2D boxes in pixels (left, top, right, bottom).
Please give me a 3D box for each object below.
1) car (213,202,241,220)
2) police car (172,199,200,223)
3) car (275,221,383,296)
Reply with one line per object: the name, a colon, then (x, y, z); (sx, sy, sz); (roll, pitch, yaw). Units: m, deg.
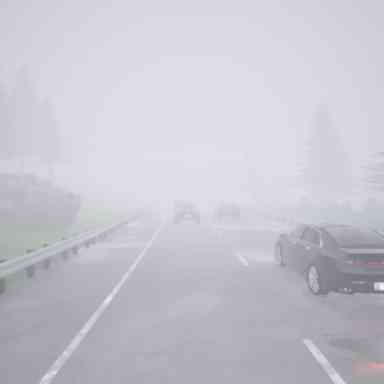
car: (2.959, 1.575, 28.725); (2.128, 1.511, 4.902); (0, 0, -3)
police car: (-0.448, 1.582, 26.572); (2.038, 1.542, 4.974); (0, 0, -3)
car: (3.554, 1.530, 8.676); (1.837, 1.490, 4.892); (0, 0, 0)
